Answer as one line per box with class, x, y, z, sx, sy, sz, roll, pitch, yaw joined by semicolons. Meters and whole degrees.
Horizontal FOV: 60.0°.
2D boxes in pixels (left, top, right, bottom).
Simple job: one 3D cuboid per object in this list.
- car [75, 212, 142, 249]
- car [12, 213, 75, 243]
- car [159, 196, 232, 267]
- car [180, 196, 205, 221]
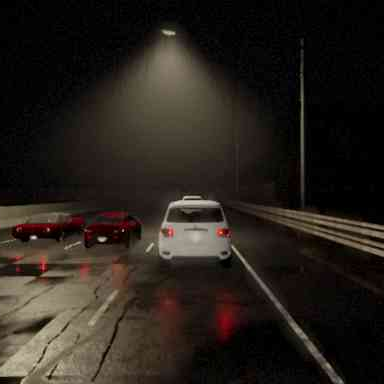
car;-3.409;1.625;14.877;1.812;1.442;4.674;0;0;0
car;-6.917;1.712;16.739;1.895;1.301;4.718;0;0;0
car;0.092;1.303;11.816;2.150;2.045;5.566;0;0;0
car;0.029;1.407;30.507;2.150;2.045;5.566;0;0;0
